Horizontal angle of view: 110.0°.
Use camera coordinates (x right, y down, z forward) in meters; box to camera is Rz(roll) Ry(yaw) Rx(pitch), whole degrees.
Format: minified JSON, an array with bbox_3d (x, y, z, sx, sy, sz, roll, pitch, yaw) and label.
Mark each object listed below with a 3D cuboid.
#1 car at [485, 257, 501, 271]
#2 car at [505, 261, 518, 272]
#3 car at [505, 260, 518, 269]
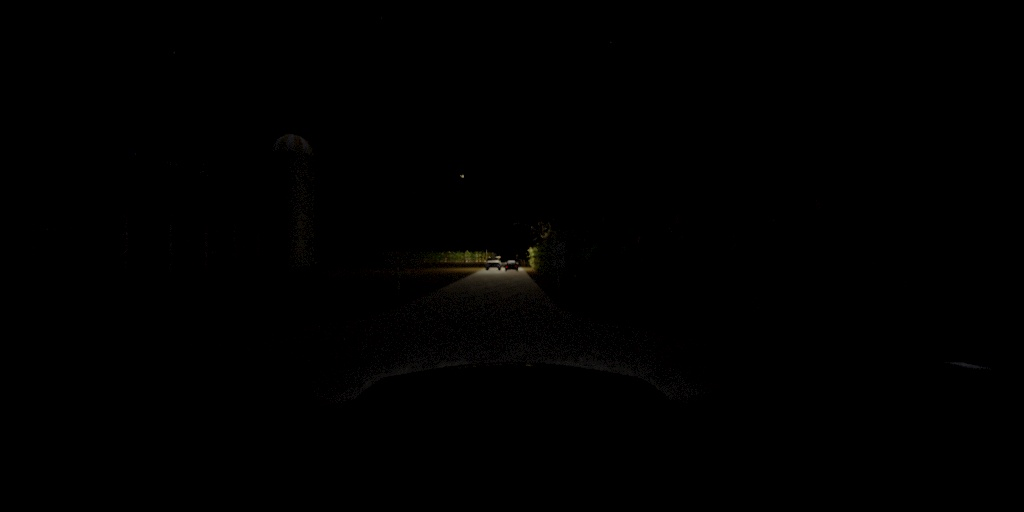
[{"bbox_3d":[-2.827,1.144,55.088,2.150,2.045,5.566,0,0,0],"label":"car"},{"bbox_3d":[-0.068,1.495,50.562,1.895,1.301,4.718,0,0,0],"label":"car"},{"bbox_3d":[-0.082,1.462,60.538,2.033,1.411,5.357,0,0,0],"label":"car"}]
